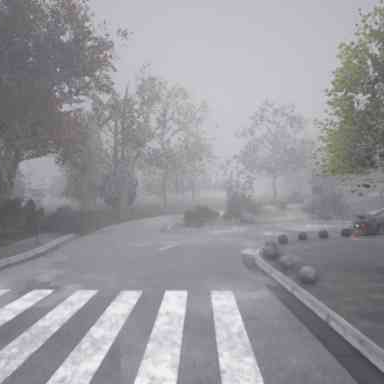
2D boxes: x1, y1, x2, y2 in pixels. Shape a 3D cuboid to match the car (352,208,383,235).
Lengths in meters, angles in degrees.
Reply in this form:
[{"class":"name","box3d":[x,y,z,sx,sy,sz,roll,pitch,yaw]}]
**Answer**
[{"class":"car","box3d":[12.026,1.714,19.551,4.892,1.490,1.837,0,-1,-4]}]
